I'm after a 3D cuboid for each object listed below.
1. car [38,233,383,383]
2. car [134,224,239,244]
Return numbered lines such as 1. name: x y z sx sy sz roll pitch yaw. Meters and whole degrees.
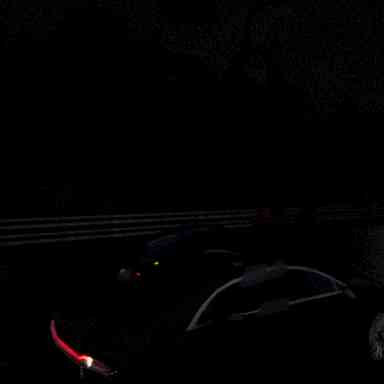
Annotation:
1. car: 0.737 1.495 4.231 4.902 1.511 2.128 0 0 -35
2. car: 0.446 1.531 8.304 4.674 1.442 1.812 0 0 -35
